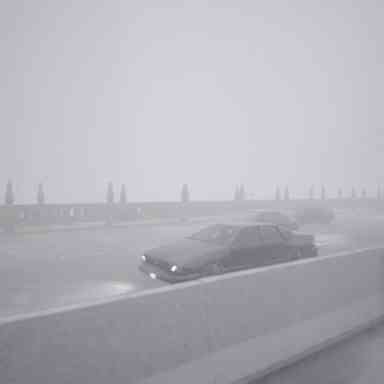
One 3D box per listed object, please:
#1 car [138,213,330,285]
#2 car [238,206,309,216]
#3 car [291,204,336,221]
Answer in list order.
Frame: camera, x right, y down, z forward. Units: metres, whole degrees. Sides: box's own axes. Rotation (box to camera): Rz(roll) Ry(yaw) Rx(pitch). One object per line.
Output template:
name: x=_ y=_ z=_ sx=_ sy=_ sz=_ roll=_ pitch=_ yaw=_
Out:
car: x=1.269 y=1.541 z=9.198 sx=5.357 sy=1.411 sz=2.033 roll=0 pitch=0 yaw=-36
car: x=2.795 y=1.515 z=14.586 sx=4.674 sy=1.442 sz=1.812 roll=0 pitch=0 yaw=-35
car: x=7.389 y=1.528 z=22.165 sx=5.357 sy=1.411 sz=2.033 roll=0 pitch=0 yaw=-36
